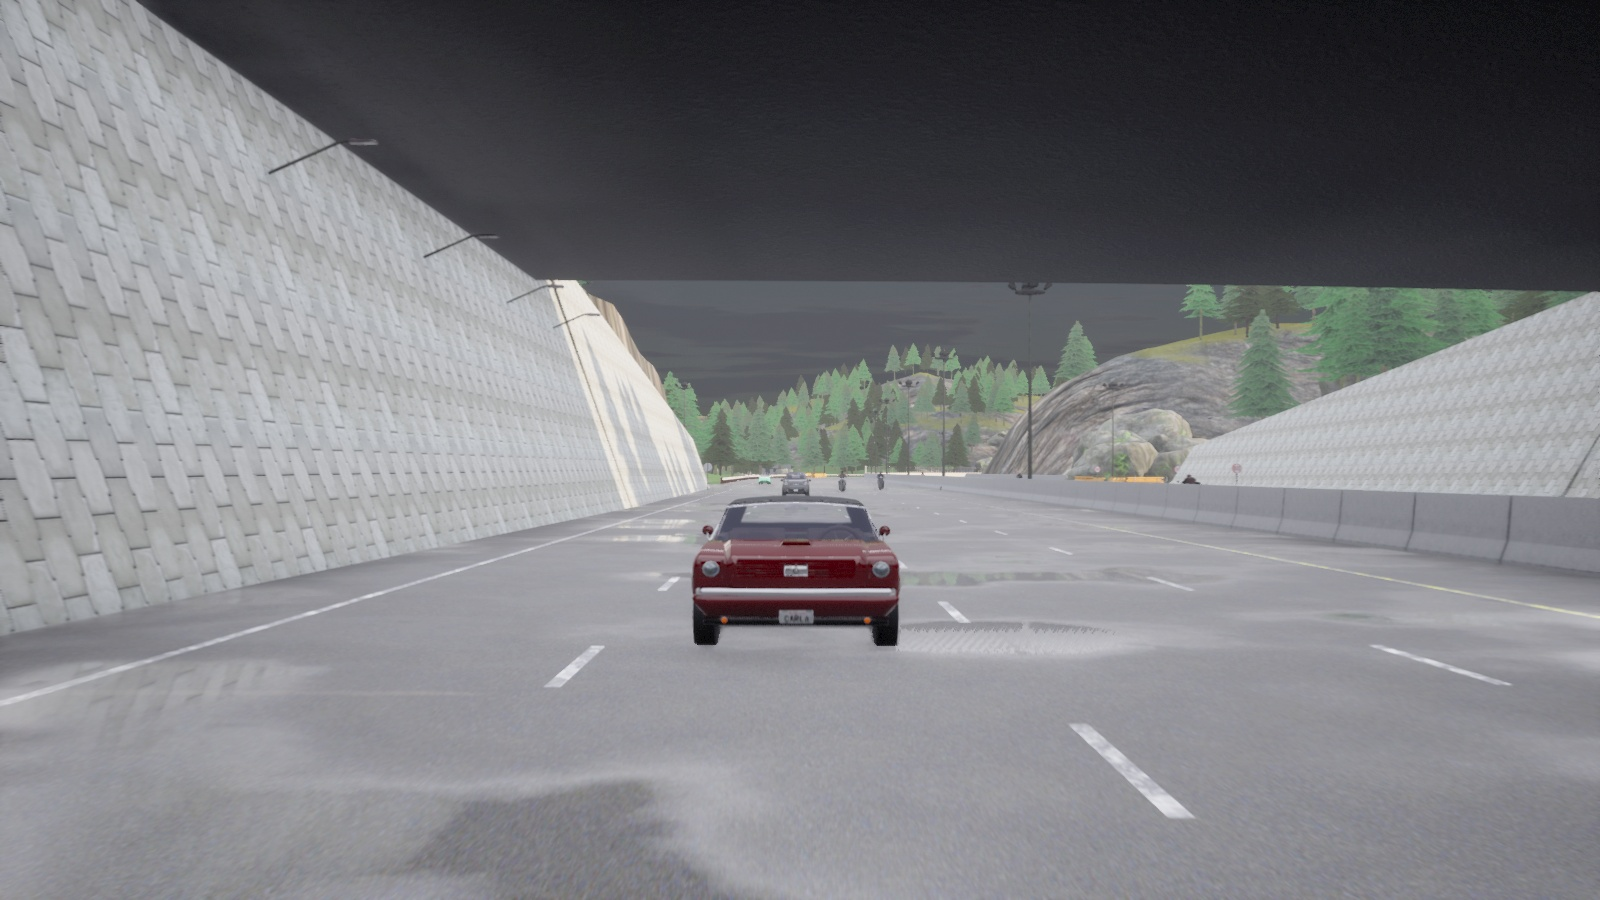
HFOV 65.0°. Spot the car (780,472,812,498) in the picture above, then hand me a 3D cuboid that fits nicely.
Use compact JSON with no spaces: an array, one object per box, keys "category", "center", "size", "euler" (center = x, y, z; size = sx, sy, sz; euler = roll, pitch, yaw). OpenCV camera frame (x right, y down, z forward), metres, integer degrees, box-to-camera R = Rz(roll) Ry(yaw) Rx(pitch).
[{"category":"car","center":[-0.230,2.077,74.527],"size":[1.845,1.501,3.633],"euler":[0,-1,0]}]

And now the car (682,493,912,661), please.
[{"category":"car","center":[-0.030,1.128,12.736],"size":[1.895,1.301,4.718],"euler":[0,-1,0]}]
